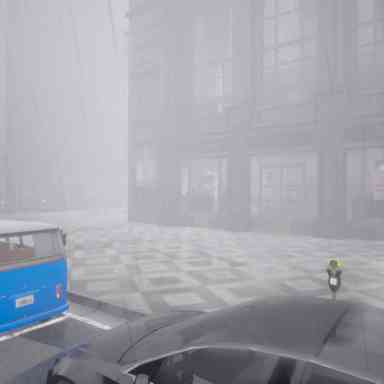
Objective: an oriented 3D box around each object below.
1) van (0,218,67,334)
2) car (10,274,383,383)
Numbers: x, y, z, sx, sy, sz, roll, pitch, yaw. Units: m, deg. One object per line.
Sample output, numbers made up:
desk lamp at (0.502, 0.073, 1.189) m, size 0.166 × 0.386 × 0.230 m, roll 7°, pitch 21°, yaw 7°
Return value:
van at (-3.922, 1.340, 5.882) m, size 3.998 × 1.788 × 1.690 m, roll 0°, pitch 0°, yaw 36°
car at (0.671, 1.566, 2.594) m, size 4.313 × 1.339 × 1.947 m, roll 0°, pitch 0°, yaw 36°
